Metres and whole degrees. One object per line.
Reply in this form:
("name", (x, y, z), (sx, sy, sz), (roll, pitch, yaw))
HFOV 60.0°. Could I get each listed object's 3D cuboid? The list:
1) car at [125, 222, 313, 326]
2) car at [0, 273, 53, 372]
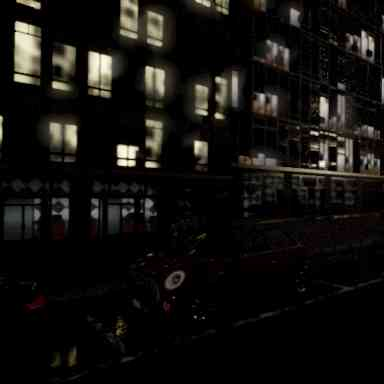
("car", (0.657, 1.439, 7.017), (4.097, 1.590, 1.967), (0, 1, -36))
("car", (-3.857, 1.582, 3.796), (4.206, 1.307, 1.802), (0, 1, -36))
